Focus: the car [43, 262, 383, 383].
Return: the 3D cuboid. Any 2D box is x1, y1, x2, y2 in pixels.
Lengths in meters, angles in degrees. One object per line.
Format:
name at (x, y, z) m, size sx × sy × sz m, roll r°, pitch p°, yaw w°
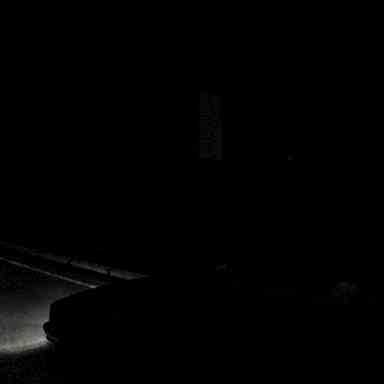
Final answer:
car at (0.551, 1.556, 3.688) m, size 5.357 × 1.411 × 2.033 m, roll 0°, pitch 0°, yaw 37°
